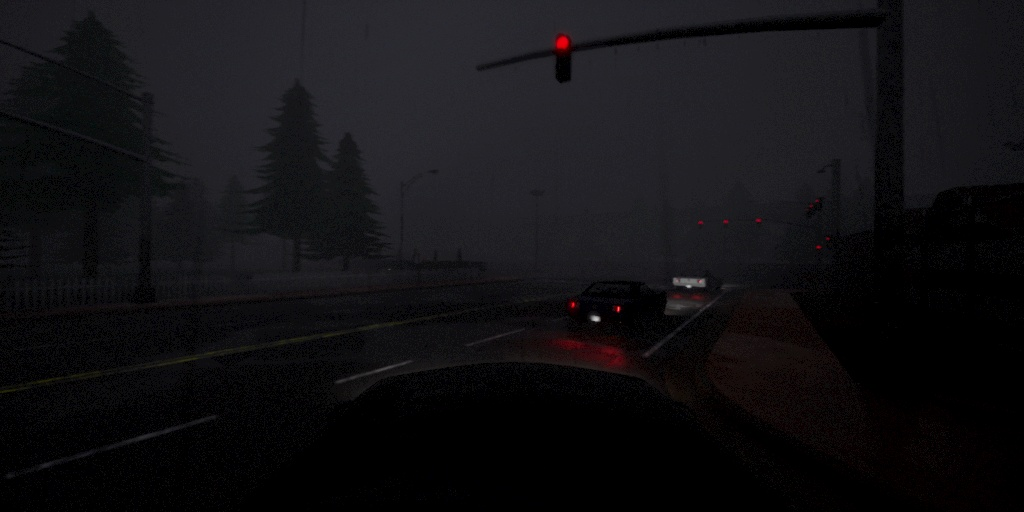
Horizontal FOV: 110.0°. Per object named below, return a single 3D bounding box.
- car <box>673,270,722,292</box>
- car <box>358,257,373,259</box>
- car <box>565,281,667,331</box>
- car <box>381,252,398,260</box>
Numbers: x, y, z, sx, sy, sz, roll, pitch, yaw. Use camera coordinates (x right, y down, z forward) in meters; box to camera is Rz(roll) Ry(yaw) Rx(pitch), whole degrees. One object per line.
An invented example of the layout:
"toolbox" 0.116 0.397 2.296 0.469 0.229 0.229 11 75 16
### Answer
"car" 12.377 1.599 23.709 1.895 1.301 4.718 0 0 42
"car" -24.476 0.272 58.994 5.008 1.535 1.882 7 3 34
"car" 3.583 1.445 11.607 1.895 1.301 4.718 0 0 35
"car" -21.631 0.459 61.307 4.674 1.442 1.812 6 3 34
